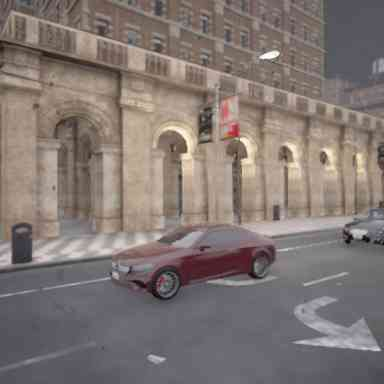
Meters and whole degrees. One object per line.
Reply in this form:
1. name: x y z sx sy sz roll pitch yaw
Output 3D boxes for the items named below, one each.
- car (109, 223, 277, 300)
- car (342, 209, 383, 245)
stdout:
1. car: 0.234 1.559 8.600 4.674 1.442 1.812 0 0 -36
2. car: 8.603 1.525 14.810 4.902 1.511 2.128 0 0 -37
